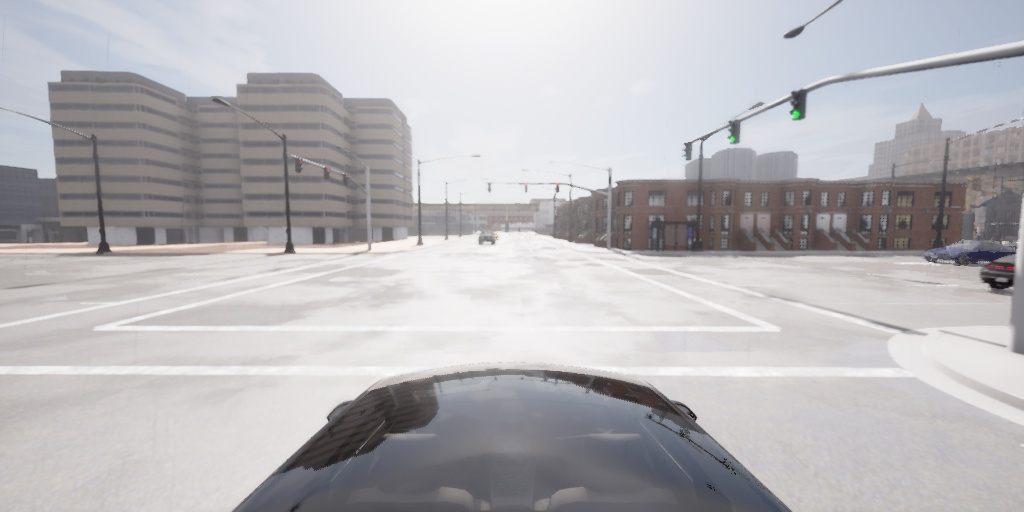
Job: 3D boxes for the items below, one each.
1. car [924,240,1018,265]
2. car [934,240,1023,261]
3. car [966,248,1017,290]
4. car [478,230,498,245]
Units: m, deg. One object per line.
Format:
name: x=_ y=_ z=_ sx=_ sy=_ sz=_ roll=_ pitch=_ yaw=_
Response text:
car: x=29.591 y=-0.209 z=23.109 sx=4.674 sy=1.442 sz=1.812 roll=0 pitch=4 yaw=0
car: x=35.210 y=-0.457 z=26.579 sx=5.357 sy=1.411 sz=2.033 roll=0 pitch=4 yaw=0
car: x=19.645 y=0.656 z=12.602 sx=4.892 sy=1.490 sz=1.837 roll=1 pitch=4 yaw=0
car: x=-3.544 y=-2.700 z=51.182 sx=2.150 sy=2.045 sz=5.566 roll=0 pitch=4 yaw=1
